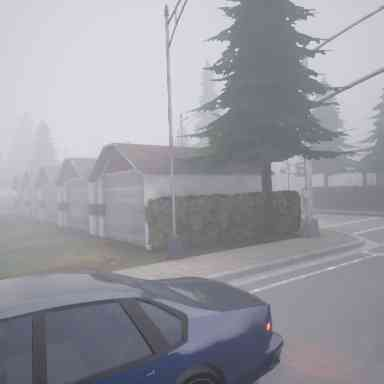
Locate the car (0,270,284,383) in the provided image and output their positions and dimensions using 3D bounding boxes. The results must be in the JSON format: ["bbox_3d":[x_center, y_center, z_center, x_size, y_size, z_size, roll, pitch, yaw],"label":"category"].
[{"bbox_3d":[-1.576,1.536,2.846,5.357,1.411,2.033,-2,1,-34],"label":"car"}]
